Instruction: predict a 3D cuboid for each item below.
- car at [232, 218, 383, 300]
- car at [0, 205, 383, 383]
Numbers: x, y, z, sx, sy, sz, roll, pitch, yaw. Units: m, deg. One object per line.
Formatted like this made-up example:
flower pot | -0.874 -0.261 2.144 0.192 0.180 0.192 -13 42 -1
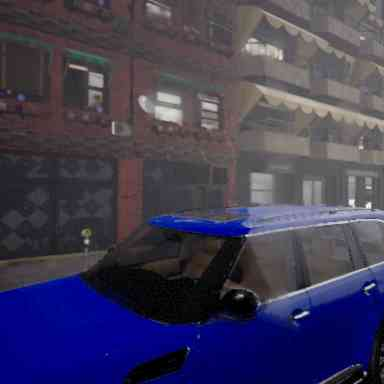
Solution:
car | 3.337 1.545 8.926 4.313 1.339 1.947 0 1 -35
car | 0.351 1.214 3.613 5.566 2.045 2.150 0 0 -35
